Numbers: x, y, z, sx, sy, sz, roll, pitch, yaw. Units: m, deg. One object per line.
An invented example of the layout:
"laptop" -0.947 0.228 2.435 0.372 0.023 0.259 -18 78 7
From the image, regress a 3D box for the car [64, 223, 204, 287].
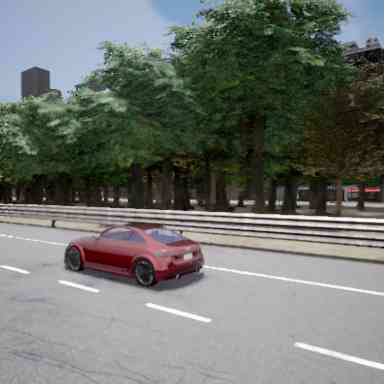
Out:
"car" -1.732 1.570 9.403 4.181 1.385 1.994 0 0 36
